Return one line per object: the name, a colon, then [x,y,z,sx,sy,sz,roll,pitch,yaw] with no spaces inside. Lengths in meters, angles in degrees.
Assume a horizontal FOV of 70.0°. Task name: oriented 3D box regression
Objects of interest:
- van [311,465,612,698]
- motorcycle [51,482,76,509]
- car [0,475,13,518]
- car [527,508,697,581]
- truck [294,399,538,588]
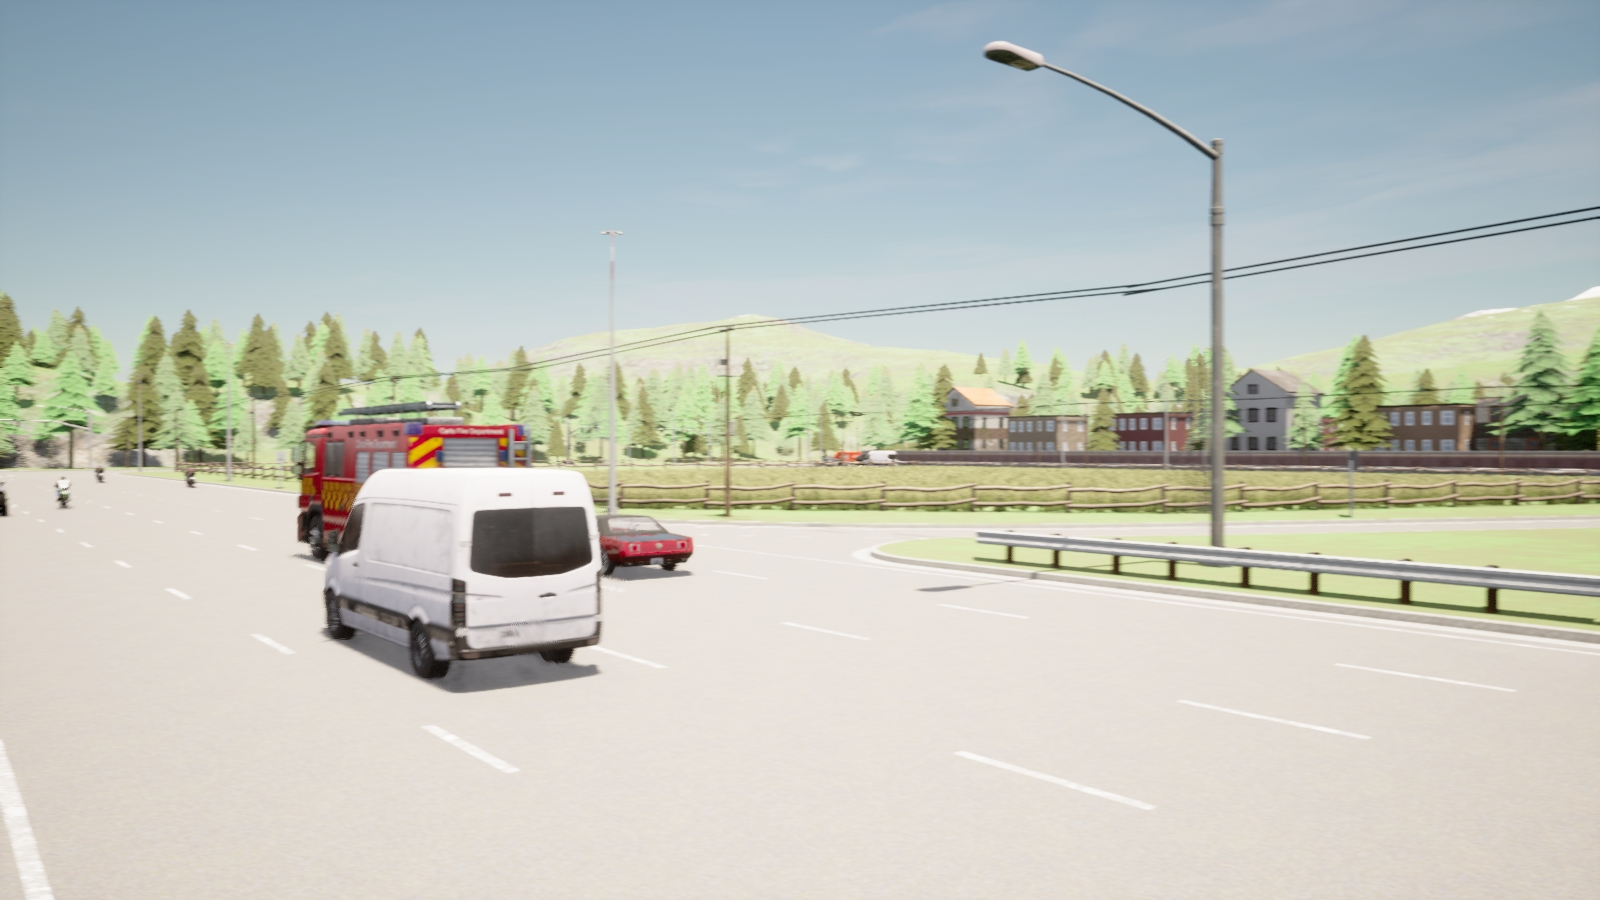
van: [-4.947,1.528,15.923,1.988,2.561,5.915,0,0,-38]
motorcycle: [-35.446,2.176,54.976,0.803,1.199,2.033,0,0,-38]
car: [-35.134,1.977,48.888,2.097,1.638,5.238,0,0,-38]
car: [-4.490,2.141,26.707,1.895,1.301,4.718,0,0,-38]
truck: [-9.485,0.880,27.425,2.891,3.827,8.468,0,0,-38]
